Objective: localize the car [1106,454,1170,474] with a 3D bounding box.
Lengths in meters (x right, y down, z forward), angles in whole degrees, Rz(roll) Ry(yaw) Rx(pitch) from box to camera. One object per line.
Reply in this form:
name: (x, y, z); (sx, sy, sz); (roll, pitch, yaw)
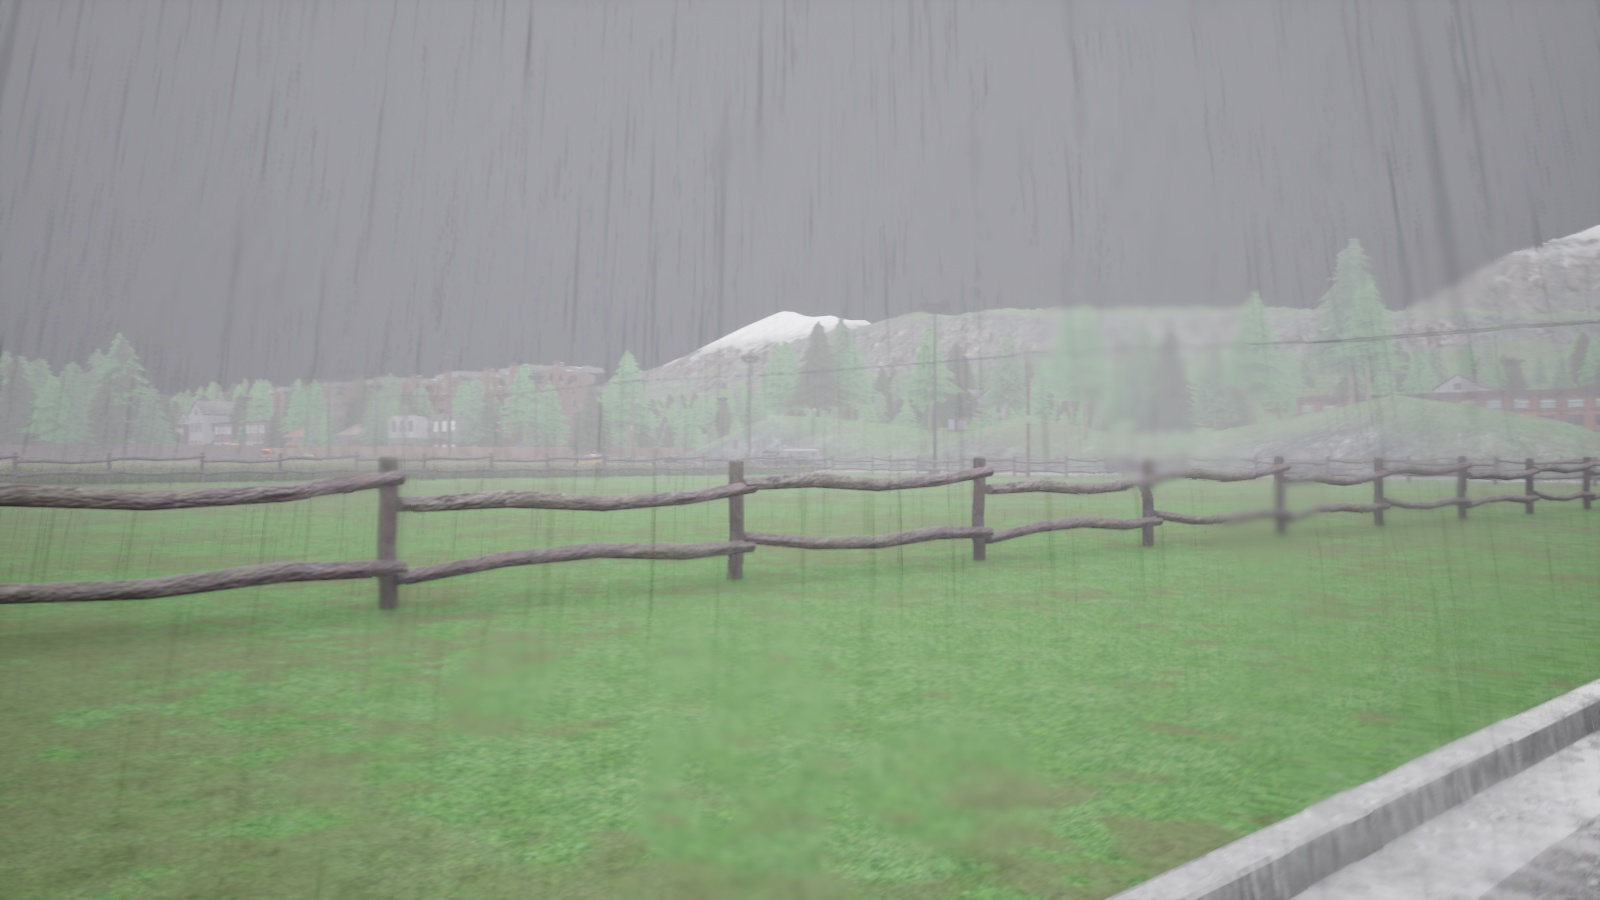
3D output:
car: (24.783, 1.029, 92.232); (1.816, 1.474, 4.193); (0, 0, -45)
